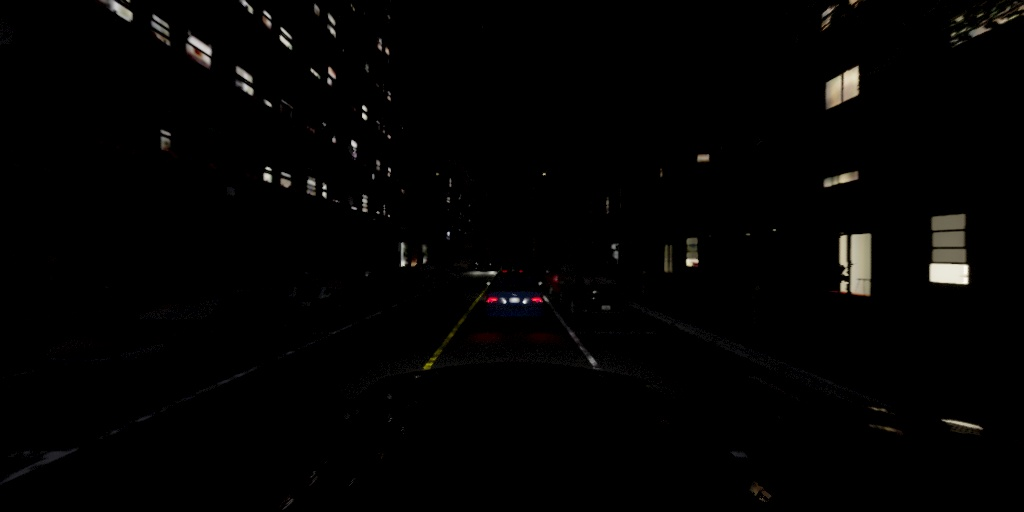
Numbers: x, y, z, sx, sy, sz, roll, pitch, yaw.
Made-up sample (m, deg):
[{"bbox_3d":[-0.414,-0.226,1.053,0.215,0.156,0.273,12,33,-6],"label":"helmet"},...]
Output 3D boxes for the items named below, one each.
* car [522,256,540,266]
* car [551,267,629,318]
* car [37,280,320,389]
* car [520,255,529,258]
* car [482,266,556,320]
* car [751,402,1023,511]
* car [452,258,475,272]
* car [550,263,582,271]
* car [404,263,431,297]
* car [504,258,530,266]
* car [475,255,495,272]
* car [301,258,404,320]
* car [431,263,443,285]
[{"bbox_3d":[2.695,1.014,46.612,2.007,1.370,4.403,0,0,0],"label":"car"},{"bbox_3d":[2.691,1.226,12.433,2.007,1.370,4.403,0,0,0],"label":"car"},{"bbox_3d":[-5.690,1.297,6.739,1.802,1.307,4.207,0,0,0],"label":"car"},{"bbox_3d":[2.696,0.944,58.004,1.888,1.381,4.507,0,0,0],"label":"car"},{"bbox_3d":[0.080,1.225,12.166,2.033,1.411,5.357,0,0,0],"label":"car"},{"bbox_3d":[2.690,1.337,1.040,1.802,1.307,4.207,0,0,0],"label":"car"},{"bbox_3d":[-5.687,1.023,40.748,1.751,1.417,4.829,0,0,0],"label":"car"},{"bbox_3d":[2.692,1.078,18.129,1.967,1.591,4.097,0,0,0],"label":"car"},{"bbox_3d":[-5.689,1.205,18.132,1.948,1.339,4.313,0,0,0],"label":"car"},{"bbox_3d":[0.087,1.121,28.494,2.033,1.411,5.357,0,0,0],"label":"car"},{"bbox_3d":[-3.088,0.846,41.498,2.097,1.767,4.553,0,0,0],"label":"car"},{"bbox_3d":[-5.689,0.991,12.435,2.192,1.841,5.009,0,0,0],"label":"car"},{"bbox_3d":[-5.688,1.153,23.828,2.007,1.370,4.403,0,0,0],"label":"car"}]
